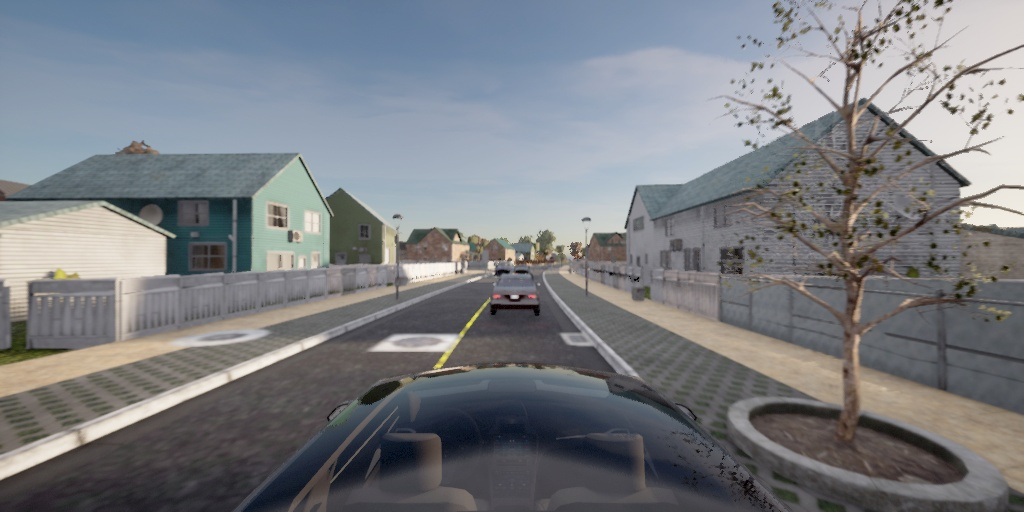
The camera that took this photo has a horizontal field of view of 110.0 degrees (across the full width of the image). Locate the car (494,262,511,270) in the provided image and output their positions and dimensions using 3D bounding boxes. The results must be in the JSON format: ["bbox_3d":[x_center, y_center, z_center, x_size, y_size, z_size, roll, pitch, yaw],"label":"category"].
[{"bbox_3d":[-0.879,1.495,43.520,2.097,1.767,4.553,0,0,6],"label":"car"}]

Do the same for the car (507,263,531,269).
[{"bbox_3d":[0.898,1.527,30.226,1.837,1.490,4.892,0,0,4],"label":"car"}]

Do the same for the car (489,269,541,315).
[{"bbox_3d":[0.168,1.417,14.298,2.033,1.411,5.357,0,-1,2],"label":"car"}]
